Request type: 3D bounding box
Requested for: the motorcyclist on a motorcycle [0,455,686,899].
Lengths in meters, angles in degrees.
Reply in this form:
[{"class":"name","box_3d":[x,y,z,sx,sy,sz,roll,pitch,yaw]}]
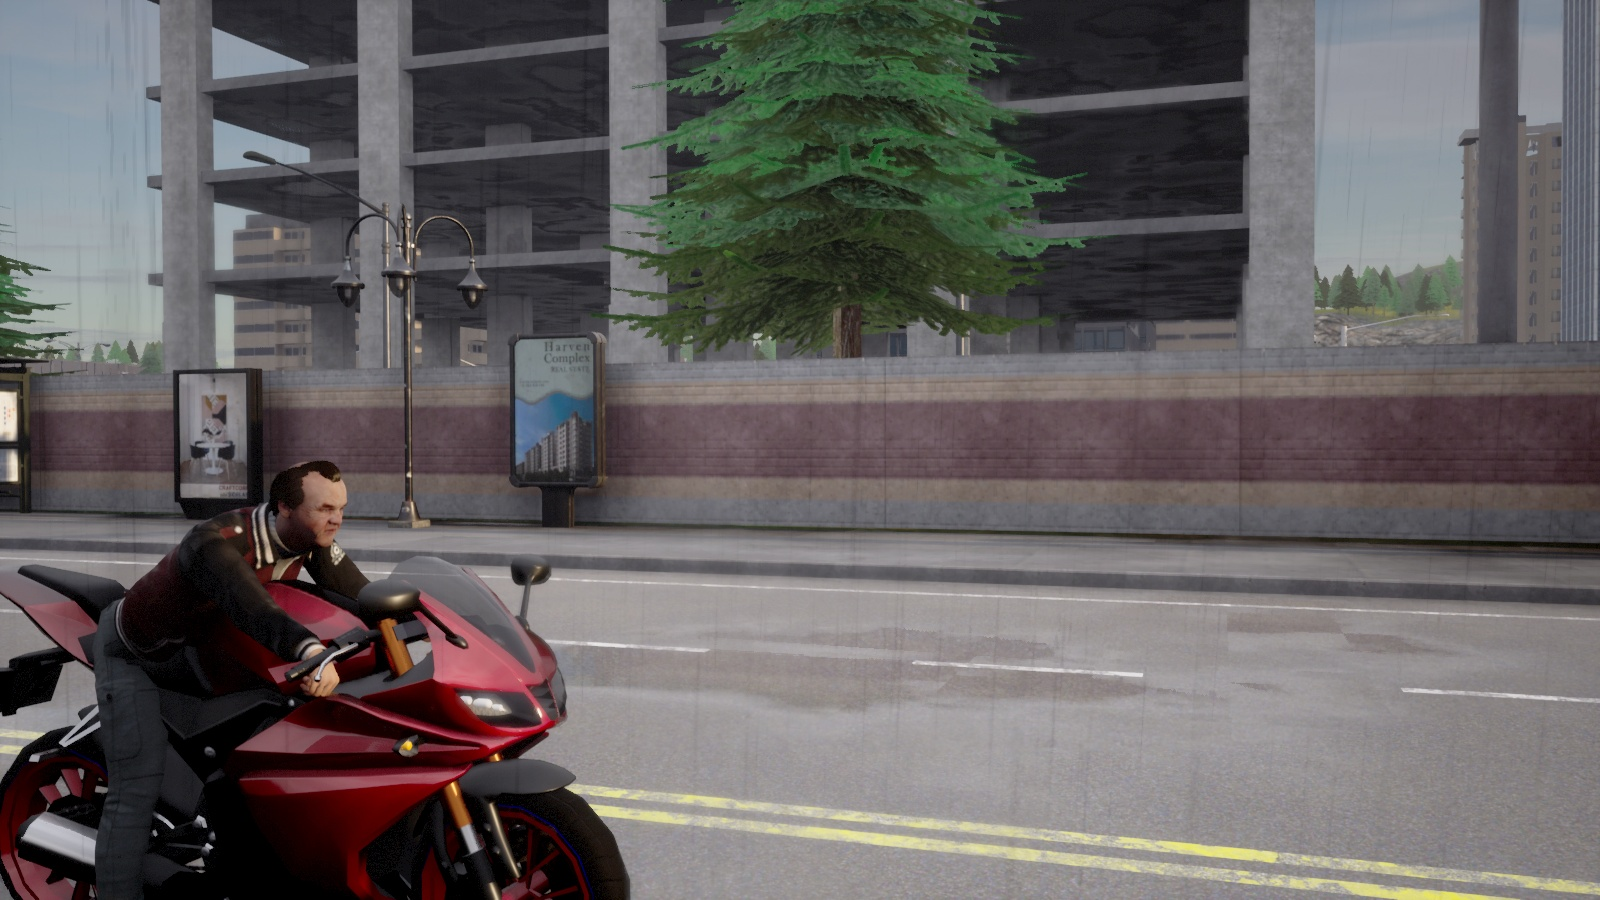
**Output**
[{"class":"motorcyclist on a motorcycle","box_3d":[-1.520,0.797,3.704,2.191,1.530,0.866,1,1,19]}]
